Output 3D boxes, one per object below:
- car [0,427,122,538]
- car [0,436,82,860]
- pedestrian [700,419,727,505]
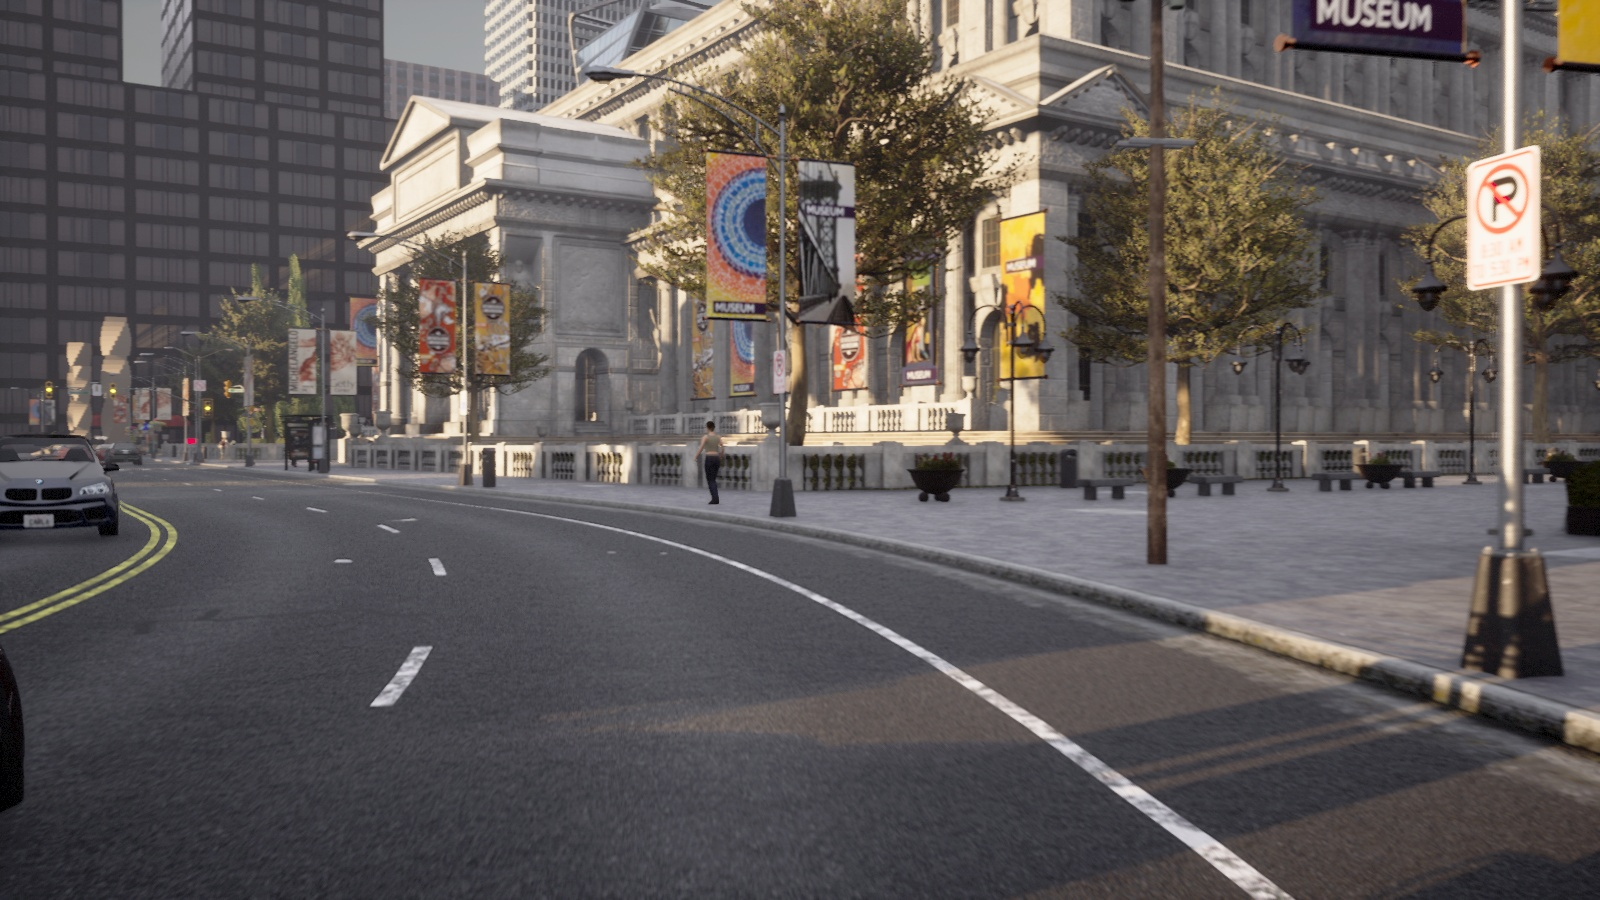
[{"bbox_3d":[-12.682,0.473,21.024,2.242,1.667,4.611,0,0,-30],"label":"car"},{"bbox_3d":[-3.682,0.696,2.964,1.970,1.475,3.806,0,0,-4],"label":"car"},{"bbox_3d":[-1.870,0.251,27.091,0.345,1.836,0.594,0,0,-30],"label":"pedestrian"}]
